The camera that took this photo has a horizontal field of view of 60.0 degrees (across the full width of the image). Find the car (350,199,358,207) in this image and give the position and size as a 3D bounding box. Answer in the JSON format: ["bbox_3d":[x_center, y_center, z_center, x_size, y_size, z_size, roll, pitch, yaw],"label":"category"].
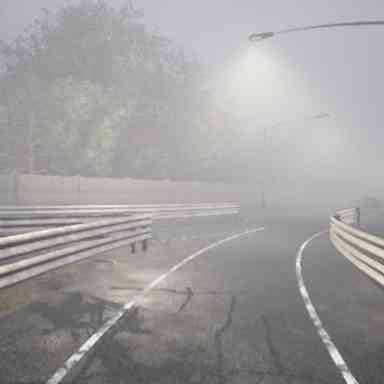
[{"bbox_3d":[30.515,2.026,61.321,2.128,1.511,4.902,1,0,35],"label":"car"}]

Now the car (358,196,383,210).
[{"bbox_3d":[27.492,1.700,50.918,2.150,2.045,5.566,1,0,35],"label":"car"}]
